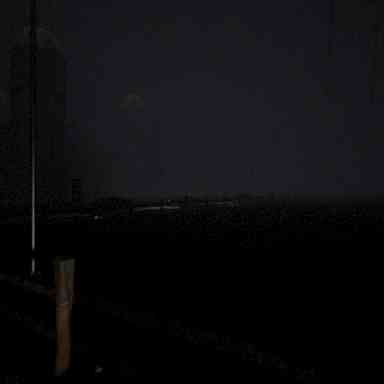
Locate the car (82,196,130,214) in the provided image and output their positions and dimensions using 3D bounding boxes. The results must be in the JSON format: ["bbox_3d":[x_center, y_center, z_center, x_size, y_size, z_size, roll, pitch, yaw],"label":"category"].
[{"bbox_3d":[-8.057,1.126,31.478,1.882,1.535,5.008,1,1,35],"label":"car"}]

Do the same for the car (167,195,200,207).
[{"bbox_3d":[-0.988,1.077,41.504,1.895,1.301,4.718,1,1,35],"label":"car"}]

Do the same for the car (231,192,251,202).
[{"bbox_3d":[8.060,0.766,54.188,2.128,1.511,4.902,1,1,35],"label":"car"}]
